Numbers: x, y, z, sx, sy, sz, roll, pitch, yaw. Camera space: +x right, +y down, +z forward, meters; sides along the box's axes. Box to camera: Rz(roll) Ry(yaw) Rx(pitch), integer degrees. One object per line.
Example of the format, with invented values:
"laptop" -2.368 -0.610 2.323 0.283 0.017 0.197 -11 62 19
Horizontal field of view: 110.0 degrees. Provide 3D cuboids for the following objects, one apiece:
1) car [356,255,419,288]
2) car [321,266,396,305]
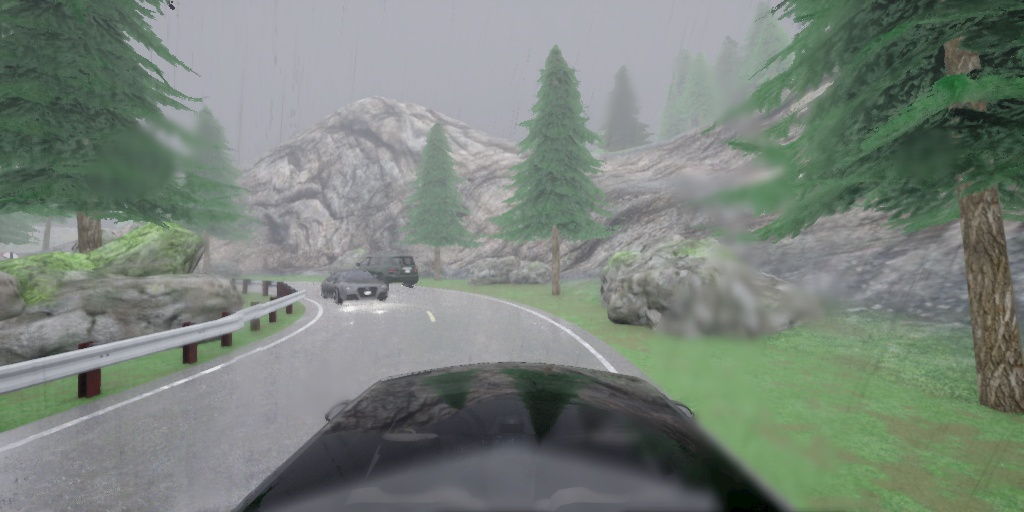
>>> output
"car" -8.194 0.968 22.446 5.566 2.045 2.150 0 -1 38
"car" -7.126 1.312 16.129 1.994 1.385 4.181 0 0 -39
